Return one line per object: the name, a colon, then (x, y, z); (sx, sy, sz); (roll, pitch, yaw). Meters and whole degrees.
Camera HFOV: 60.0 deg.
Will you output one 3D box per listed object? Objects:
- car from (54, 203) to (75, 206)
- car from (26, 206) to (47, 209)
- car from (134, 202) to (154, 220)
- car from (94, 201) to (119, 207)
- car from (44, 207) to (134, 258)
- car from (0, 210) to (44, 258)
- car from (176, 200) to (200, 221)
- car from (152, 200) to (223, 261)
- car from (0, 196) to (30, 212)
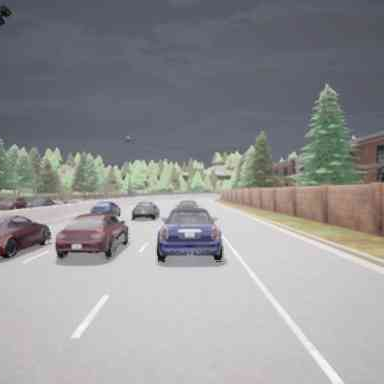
car: (-14.695, 1.605, 39.244); (1.895, 1.301, 4.718); (0, 0, -1)
car: (-18.207, 1.526, 40.318); (1.837, 1.490, 4.892); (0, 0, -1)
car: (-3.838, 1.529, 28.080); (1.994, 1.385, 4.181); (0, 0, -1)
car: (-7.352, 1.510, 28.497); (1.812, 1.442, 4.674); (0, 0, -1)
car: (-3.607, 1.520, 12.593); (1.812, 1.442, 4.674); (0, 0, -1)
car: (-7.099, 1.578, 12.766); (1.994, 1.385, 4.181); (0, 0, -1)
car: (-0.337, 1.451, 27.911); (1.837, 1.490, 4.892); (0, 0, -1)
car: (-0.095, 1.328, 12.295); (2.097, 1.767, 4.553); (0, 0, -1)
car: (-21.704, 1.393, 40.156); (2.097, 1.767, 4.553); (0, 0, -1)
